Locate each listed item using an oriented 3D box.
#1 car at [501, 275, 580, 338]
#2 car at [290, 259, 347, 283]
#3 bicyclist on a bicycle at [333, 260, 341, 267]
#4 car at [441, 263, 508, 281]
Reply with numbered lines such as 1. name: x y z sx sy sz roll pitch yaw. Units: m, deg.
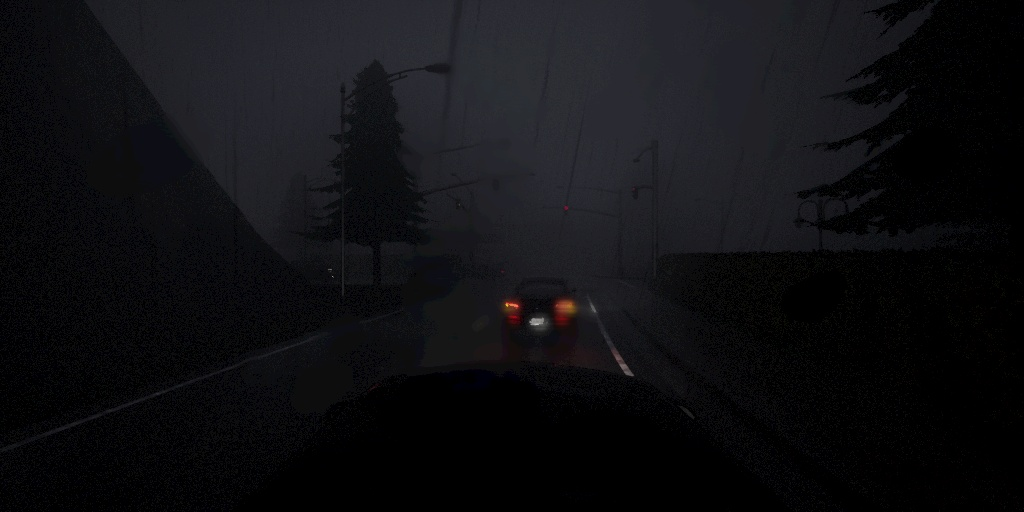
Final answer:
1. car: 0.927 1.276 10.119 1.812 1.442 4.674 0 0 9
2. car: -15.324 1.102 27.986 4.553 1.767 2.097 0 0 9
3. bicyclist on a bicycle: -17.340 1.203 35.410 0.582 1.620 1.656 0 0 8
4. car: -3.080 1.297 29.855 5.357 1.411 2.033 0 0 8
